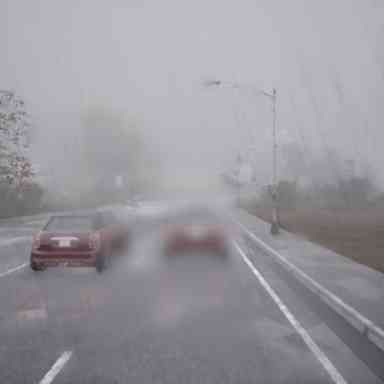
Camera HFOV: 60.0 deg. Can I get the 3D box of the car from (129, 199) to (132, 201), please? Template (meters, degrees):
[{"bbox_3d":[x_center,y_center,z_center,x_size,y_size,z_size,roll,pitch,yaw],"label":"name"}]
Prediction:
[{"bbox_3d":[-8.435,1.441,51.478,2.097,1.767,4.553,0,0,5],"label":"car"}]

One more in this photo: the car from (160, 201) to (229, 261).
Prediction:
[{"bbox_3d":[0.191,1.373,12.566,2.097,1.767,4.553,0,0,1],"label":"car"}]

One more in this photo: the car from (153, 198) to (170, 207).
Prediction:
[{"bbox_3d":[-4.786,1.656,52.877,1.994,1.385,4.181,0,0,6],"label":"car"}]

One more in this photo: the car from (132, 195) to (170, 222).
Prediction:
[{"bbox_3d":[-2.916,1.270,26.713,2.150,2.045,5.566,0,0,3],"label":"car"}]

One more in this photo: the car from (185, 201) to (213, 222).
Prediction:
[{"bbox_3d":[0.643,1.541,27.751,2.128,1.511,4.902,0,0,3],"label":"car"}]

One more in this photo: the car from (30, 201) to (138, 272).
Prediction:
[{"bbox_3d":[-3.346,1.374,10.995,2.097,1.767,4.553,0,0,1],"label":"car"}]
